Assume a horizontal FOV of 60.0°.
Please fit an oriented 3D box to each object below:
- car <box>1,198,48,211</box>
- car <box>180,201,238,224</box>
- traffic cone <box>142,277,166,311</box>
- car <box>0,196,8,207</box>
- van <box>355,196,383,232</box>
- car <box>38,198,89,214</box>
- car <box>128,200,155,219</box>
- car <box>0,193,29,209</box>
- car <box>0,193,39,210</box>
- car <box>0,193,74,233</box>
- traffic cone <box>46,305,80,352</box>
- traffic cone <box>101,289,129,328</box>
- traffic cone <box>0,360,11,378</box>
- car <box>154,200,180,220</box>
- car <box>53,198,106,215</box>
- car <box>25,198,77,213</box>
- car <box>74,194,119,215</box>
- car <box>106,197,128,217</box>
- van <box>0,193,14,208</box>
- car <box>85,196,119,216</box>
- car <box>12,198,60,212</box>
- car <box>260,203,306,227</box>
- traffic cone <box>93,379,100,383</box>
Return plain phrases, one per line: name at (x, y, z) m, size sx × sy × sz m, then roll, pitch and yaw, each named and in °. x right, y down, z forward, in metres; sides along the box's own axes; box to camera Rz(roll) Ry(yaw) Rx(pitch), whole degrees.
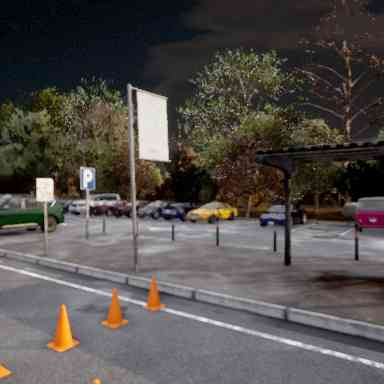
car at (-20.946, 1.497, 41.810) m, size 2.163 × 1.488 × 4.792 m, roll 0°, pitch 0°, yaw 35°
car at (1.645, 1.490, 25.671) m, size 1.946 × 1.575 × 5.366 m, roll 0°, pitch 0°, yaw 35°
traffic cone at (-0.752, 1.962, 6.538) m, size 0.340 × 0.580 × 0.340 m, roll 0°, pitch 0°, yaw 36°
car at (-29.939, 1.389, 48.323) m, size 1.946 × 1.575 × 5.366 m, roll 1°, pitch 0°, yaw 35°
van at (10.902, 1.267, 19.535) m, size 1.878 × 1.987 × 4.442 m, roll 0°, pitch 0°, yaw 35°
car at (-14.148, 1.491, 36.991) m, size 2.097 × 1.535 × 5.008 m, roll 0°, pitch 0°, yaw 35°
car at (-2.786, 1.494, 29.020) m, size 2.231 × 1.521 × 4.892 m, roll 0°, pitch 0°, yaw 35°
car at (-25.487, 1.184, 45.001) m, size 2.435 × 2.045 × 5.566 m, roll 1°, pitch 0°, yaw 35°
car at (-23.248, 1.201, 43.358) m, size 2.435 × 2.045 × 5.566 m, roll 0°, pitch 0°, yaw 35°
car at (-9.615, 1.241, 17.790) m, size 2.435 × 2.045 × 5.566 m, roll 0°, pitch 0°, yaw 35°
traffic cone at (-1.902, 1.962, 4.906) m, size 0.340 × 0.580 × 0.340 m, roll 0°, pitch 0°, yaw 35°
traffic cone at (-1.327, 1.962, 5.722) m, size 0.340 × 0.580 × 0.340 m, roll 0°, pitch 0°, yaw 35°
traffic cone at (-2.477, 1.962, 4.089) m, size 0.340 × 0.580 × 0.340 m, roll 0°, pitch 0°, yaw 35°
car at (-0.502, 1.522, 27.443) m, size 2.163 × 1.488 × 4.792 m, roll 0°, pitch 0°, yaw 35°
car at (-11.876, 1.494, 35.394) m, size 2.231 × 1.521 × 4.892 m, roll 0°, pitch 0°, yaw 35°
car at (-16.311, 1.483, 38.744) m, size 1.946 × 1.575 × 5.366 m, roll 0°, pitch 0°, yaw 35°
car at (-9.619, 1.242, 33.780) m, size 2.435 × 2.045 × 5.566 m, roll 0°, pitch 0°, yaw 35°
car at (-5.057, 1.493, 30.615) m, size 2.097 × 1.535 × 5.008 m, roll 0°, pitch 0°, yaw 35°
van at (-27.707, 1.188, 46.670) m, size 1.878 × 1.987 × 4.442 m, roll 1°, pitch 0°, yaw 35°
car at (-7.328, 1.493, 32.211) m, size 2.097 × 1.535 × 5.008 m, roll 0°, pitch 0°, yaw 35°
car at (-18.702, 1.511, 40.162) m, size 2.163 × 1.488 × 4.792 m, roll 0°, pitch 0°, yaw 35°
car at (6.277, 1.522, 22.607) m, size 2.163 × 1.488 × 4.792 m, roll 0°, pitch 0°, yaw 35°
traffic cone at (-0.842, 1.960, 2.937) m, size 0.340 × 0.580 × 0.340 m, roll 0°, pitch 0°, yaw 35°
